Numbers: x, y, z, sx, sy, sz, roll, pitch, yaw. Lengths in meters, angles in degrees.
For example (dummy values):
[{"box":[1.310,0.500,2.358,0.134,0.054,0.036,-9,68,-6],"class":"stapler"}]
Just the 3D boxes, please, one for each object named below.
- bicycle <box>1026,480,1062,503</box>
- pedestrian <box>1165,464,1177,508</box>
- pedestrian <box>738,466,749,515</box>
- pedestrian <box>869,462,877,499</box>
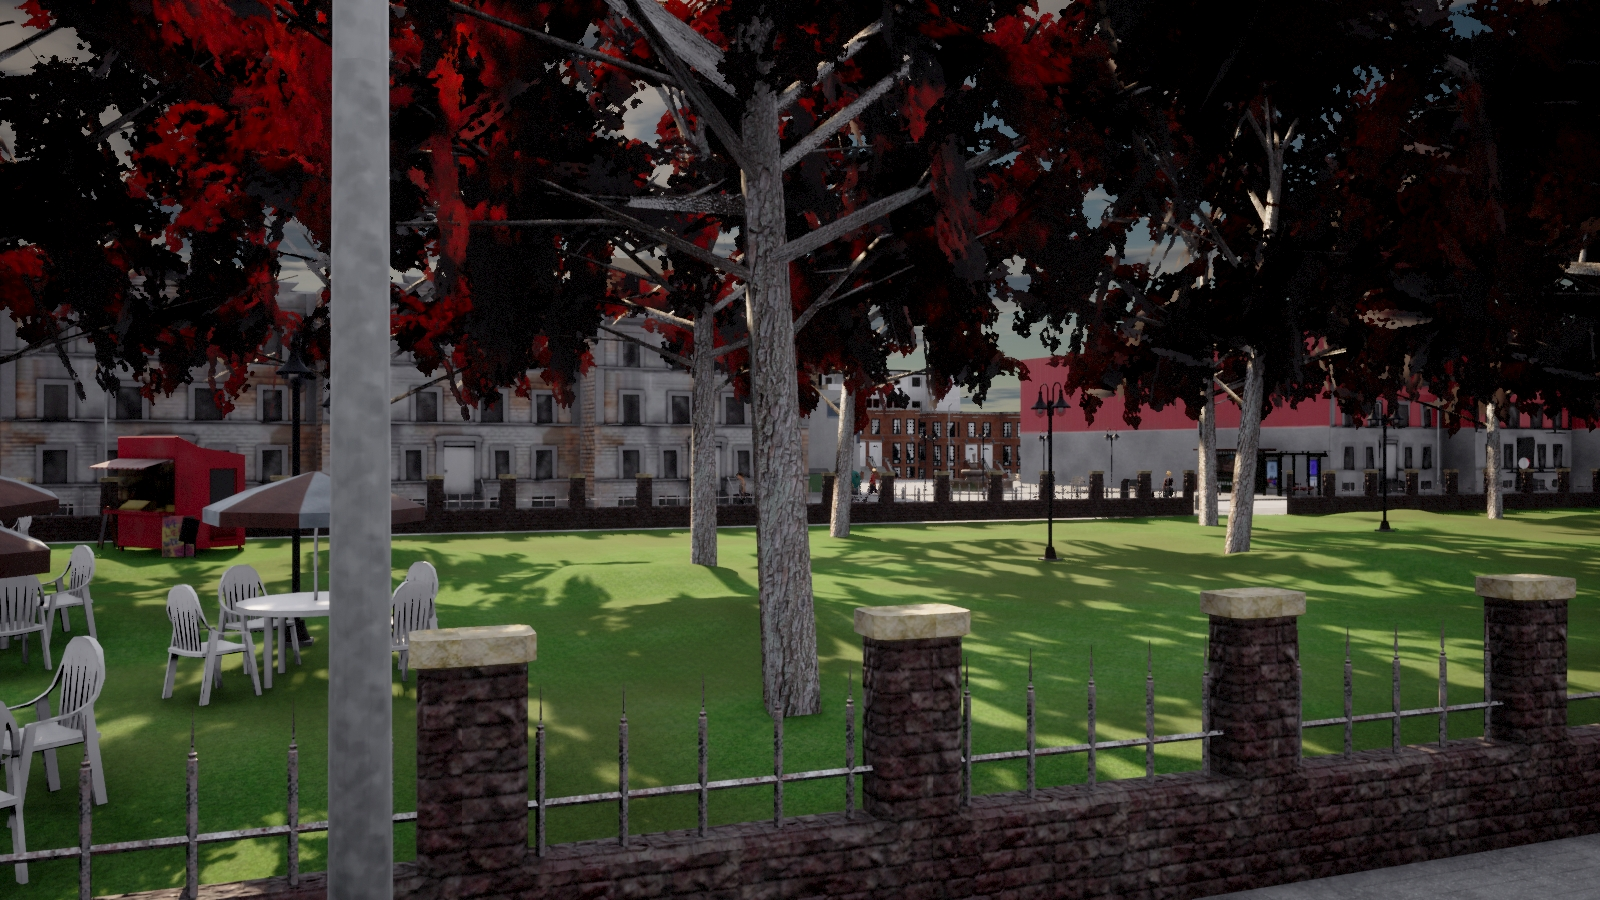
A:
[{"box":[12.047,2.048,56.424,1.487,1.080,0.859,0,0,-20],"class":"bicycle"},{"box":[15.714,1.538,48.403,0.375,1.860,0.375,0,0,1],"class":"pedestrian"},{"box":[-2.161,1.528,43.744,0.375,1.860,0.375,0,0,-6],"class":"pedestrian"},{"box":[3.656,1.534,57.333,0.375,1.860,0.375,0,0,6],"class":"pedestrian"}]
